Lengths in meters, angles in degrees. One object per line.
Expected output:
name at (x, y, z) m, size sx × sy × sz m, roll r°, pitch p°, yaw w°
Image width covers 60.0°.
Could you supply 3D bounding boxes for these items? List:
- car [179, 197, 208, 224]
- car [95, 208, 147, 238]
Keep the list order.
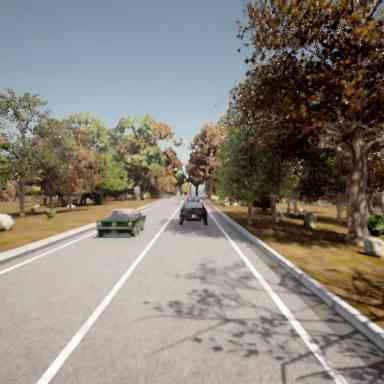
car at (0.103, 1.402, 23.985) m, size 1.882 × 1.535 × 5.008 m, roll 0°, pitch 0°, yaw 0°
car at (-3.598, 1.551, 17.601) m, size 1.895 × 1.301 × 4.718 m, roll 0°, pitch 0°, yaw 0°
